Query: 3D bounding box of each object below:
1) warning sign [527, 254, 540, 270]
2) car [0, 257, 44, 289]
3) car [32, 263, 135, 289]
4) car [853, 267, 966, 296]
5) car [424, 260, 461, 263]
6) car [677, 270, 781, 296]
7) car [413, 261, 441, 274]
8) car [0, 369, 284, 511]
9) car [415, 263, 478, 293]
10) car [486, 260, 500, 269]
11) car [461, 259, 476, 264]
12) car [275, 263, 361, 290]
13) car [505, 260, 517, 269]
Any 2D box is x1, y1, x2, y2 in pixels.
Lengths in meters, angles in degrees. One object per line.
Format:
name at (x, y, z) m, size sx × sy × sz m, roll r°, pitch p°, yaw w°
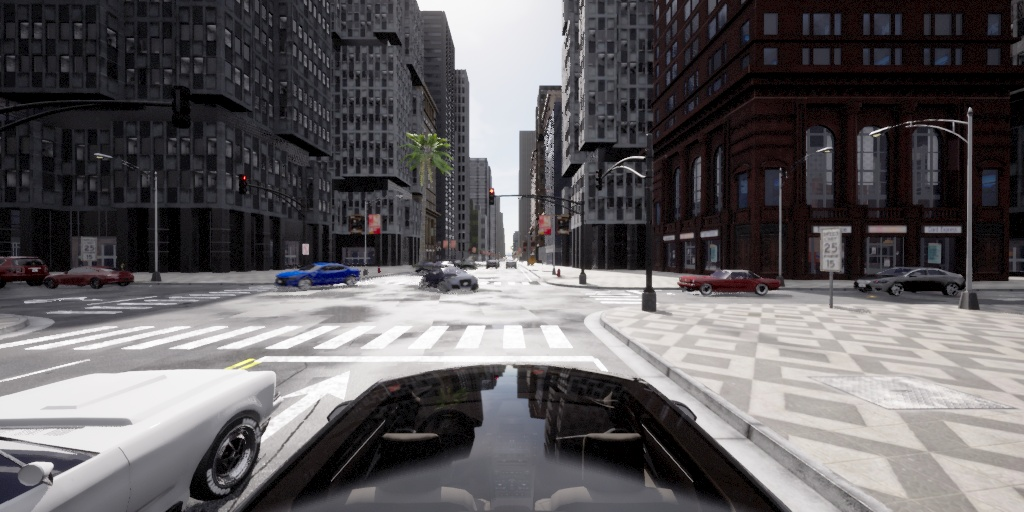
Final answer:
warning sign at (2.661, 0.940, 47.605) m, size 1.300 × 1.860 × 1.060 m, roll 0°, pitch 0°, yaw 0°
car at (-30.786, 0.945, 21.293) m, size 5.009 × 1.841 × 2.192 m, roll 0°, pitch 0°, yaw -1°
car at (-25.148, 1.232, 21.404) m, size 4.207 × 1.307 × 1.802 m, roll 0°, pitch 0°, yaw -1°
car at (21.551, 1.349, 19.563) m, size 4.902 × 1.511 × 2.128 m, roll 0°, pitch 0°, yaw 0°
car at (-6.738, 1.266, 35.290) m, size 2.128 × 1.511 × 4.902 m, roll 0°, pitch 0°, yaw 0°
car at (11.652, 1.414, 19.529) m, size 4.718 × 1.301 × 1.895 m, roll 0°, pitch 0°, yaw 0°
car at (-10.019, 1.350, 42.650) m, size 2.033 × 1.411 × 5.357 m, roll 0°, pitch 0°, yaw 0°
car at (-3.149, 1.351, 1.460) m, size 1.895 × 1.301 × 4.718 m, roll 0°, pitch 0°, yaw -3°
car at (-3.728, 1.301, 20.911) m, size 1.994 × 1.385 × 4.181 m, roll 0°, pitch 0°, yaw -38°
car at (-3.396, 1.427, 61.487) m, size 1.837 × 1.490 × 4.892 m, roll 0°, pitch -1°, yaw 0°
car at (-6.808, 1.233, 56.174) m, size 2.097 × 1.767 × 4.553 m, roll 0°, pitch 0°, yaw 0°
car at (-11.822, 1.181, 22.203) m, size 1.882 × 1.535 × 5.008 m, roll 1°, pitch 0°, yaw 26°
car at (-0.147, 1.424, 62.636) m, size 2.128 × 1.511 × 4.902 m, roll 0°, pitch 0°, yaw 0°
